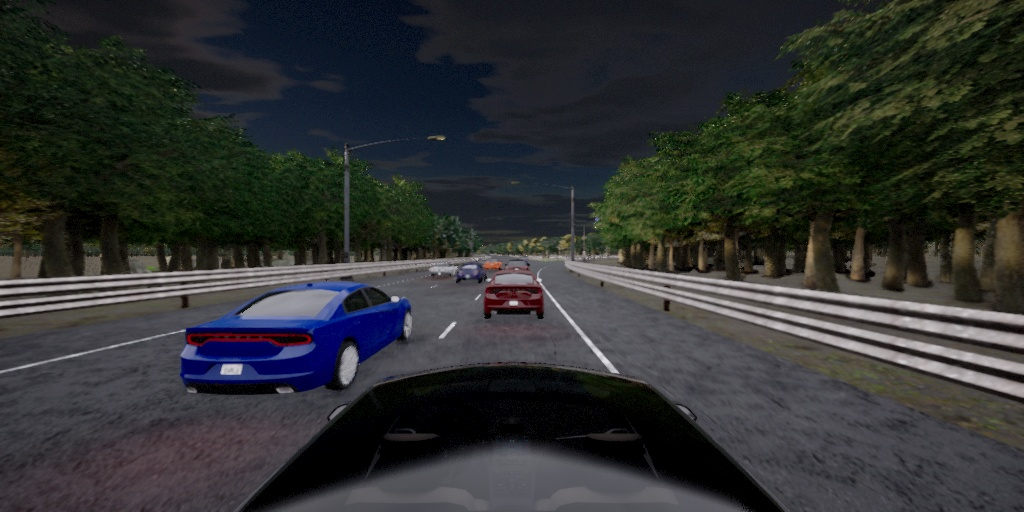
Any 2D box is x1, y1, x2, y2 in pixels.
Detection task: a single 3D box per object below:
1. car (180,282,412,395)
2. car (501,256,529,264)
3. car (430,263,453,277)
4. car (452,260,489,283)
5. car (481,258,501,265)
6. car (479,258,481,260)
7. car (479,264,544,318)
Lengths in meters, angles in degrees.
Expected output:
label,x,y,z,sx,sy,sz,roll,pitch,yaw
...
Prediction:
label,x,y,z,sx,sy,sz,roll,pitch,yaw
car,-3.374,1.219,6.807,1.882,1.535,5.008,0,0,0
car,0.435,1.056,30.160,2.097,1.767,4.553,0,0,2
car,-6.416,1.287,34.458,1.895,1.301,4.718,0,0,2
car,-3.042,1.233,27.309,1.812,1.442,4.674,0,0,1
car,-2.370,0.999,46.031,2.097,1.767,4.553,0,0,3
car,-5.006,1.051,64.487,2.128,1.511,4.902,0,0,3
car,0.078,1.230,12.945,1.882,1.535,5.008,0,0,1
